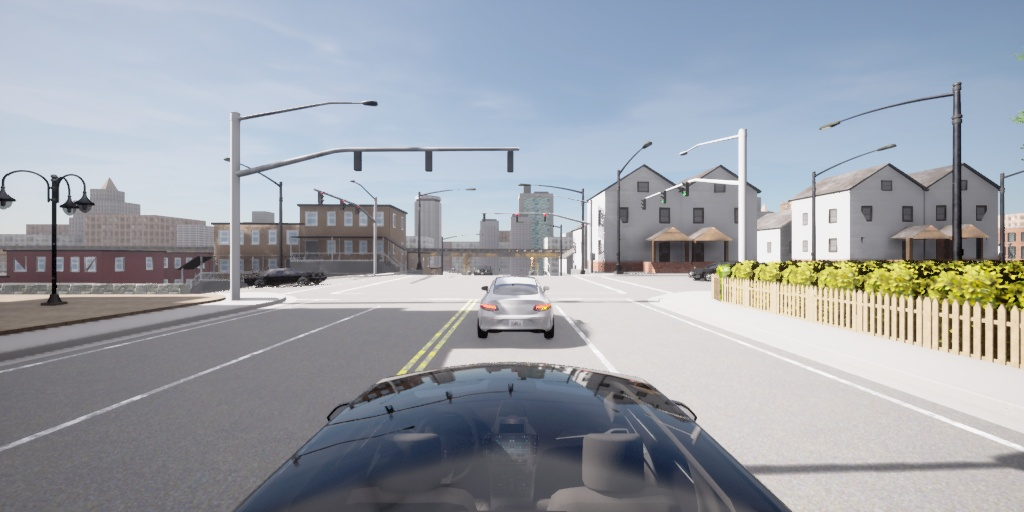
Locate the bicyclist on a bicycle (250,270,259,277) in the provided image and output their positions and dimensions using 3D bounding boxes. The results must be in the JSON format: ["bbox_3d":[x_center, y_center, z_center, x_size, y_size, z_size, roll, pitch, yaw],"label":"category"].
[{"bbox_3d":[-25.569,2.212,35.577,0.582,1.620,1.656,-8,0,0],"label":"bicyclist on a bicycle"}]

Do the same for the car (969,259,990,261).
[{"bbox_3d":[36.927,1.100,29.026,4.553,1.767,2.097,0,0,-1],"label":"car"}]

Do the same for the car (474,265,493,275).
[{"bbox_3d":[-3.521,2.160,45.241,2.150,2.045,5.566,0,-9,0],"label":"car"}]

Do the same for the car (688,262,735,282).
[{"bbox_3d":[16.794,1.253,28.810,4.892,1.490,1.837,0,0,-1],"label":"car"}]

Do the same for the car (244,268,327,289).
[{"bbox_3d":[-15.460,1.491,24.737,4.718,1.301,1.895,-4,0,0],"label":"car"}]

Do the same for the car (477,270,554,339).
[{"bbox_3d":[0.101,1.275,10.000,1.812,1.442,4.674,0,0,0],"label":"car"}]
